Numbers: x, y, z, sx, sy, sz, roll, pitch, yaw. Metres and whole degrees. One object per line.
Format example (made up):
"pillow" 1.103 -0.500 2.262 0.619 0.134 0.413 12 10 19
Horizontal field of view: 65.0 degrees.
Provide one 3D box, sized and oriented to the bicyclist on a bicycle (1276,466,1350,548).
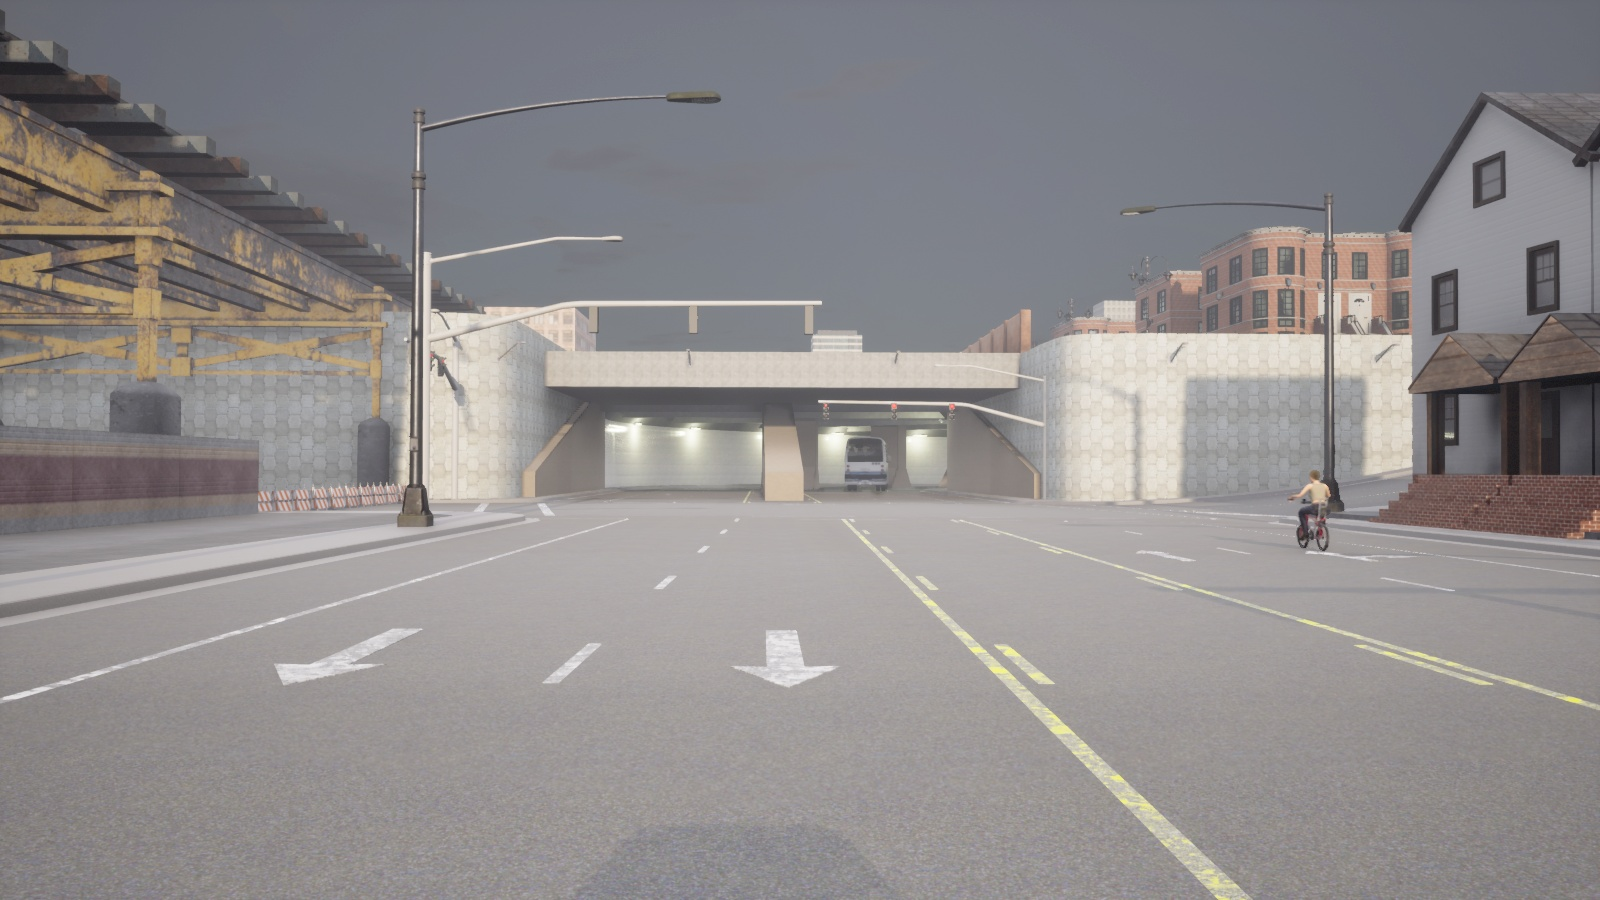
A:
"bicyclist on a bicycle" 10.360 1.134 25.433 0.866 1.612 1.509 0 -1 0
